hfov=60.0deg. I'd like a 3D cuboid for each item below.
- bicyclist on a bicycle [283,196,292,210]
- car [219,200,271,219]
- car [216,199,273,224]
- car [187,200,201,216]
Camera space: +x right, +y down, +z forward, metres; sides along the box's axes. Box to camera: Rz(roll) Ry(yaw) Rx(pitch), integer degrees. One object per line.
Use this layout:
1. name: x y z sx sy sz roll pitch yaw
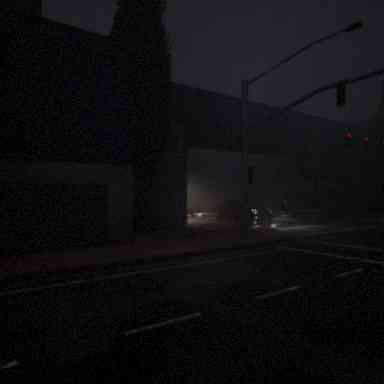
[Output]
1. bicyclist on a bicycle: 11.412 1.286 39.797 1.656 1.620 0.582 0 0 -37
2. car: 4.610 1.515 29.708 1.812 1.442 4.674 0 0 -37
3. car: 3.842 1.343 24.881 2.097 1.767 4.553 0 0 -37
4. car: -1.616 1.470 32.202 1.882 1.535 5.008 0 0 -37
